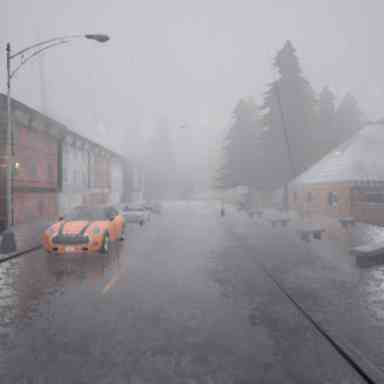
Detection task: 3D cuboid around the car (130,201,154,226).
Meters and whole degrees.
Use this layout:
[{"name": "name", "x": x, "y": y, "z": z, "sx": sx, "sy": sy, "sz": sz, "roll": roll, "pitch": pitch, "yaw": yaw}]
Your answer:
[{"name": "car", "x": -4.064, "y": 1.556, "z": 23.229, "sx": 1.895, "sy": 1.301, "sz": 4.718, "roll": 0, "pitch": 0, "yaw": 0}]

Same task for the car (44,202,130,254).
[{"name": "car", "x": -4.080, "y": 1.326, "z": 13.373, "sx": 2.097, "sy": 1.767, "sz": 4.553, "roll": 0, "pitch": 0, "yaw": 0}]

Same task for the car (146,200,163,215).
[{"name": "car", "x": -4.033, "y": 1.499, "z": 33.216, "sx": 1.994, "sy": 1.385, "sz": 4.181, "roll": 0, "pitch": 0, "yaw": 1}]
